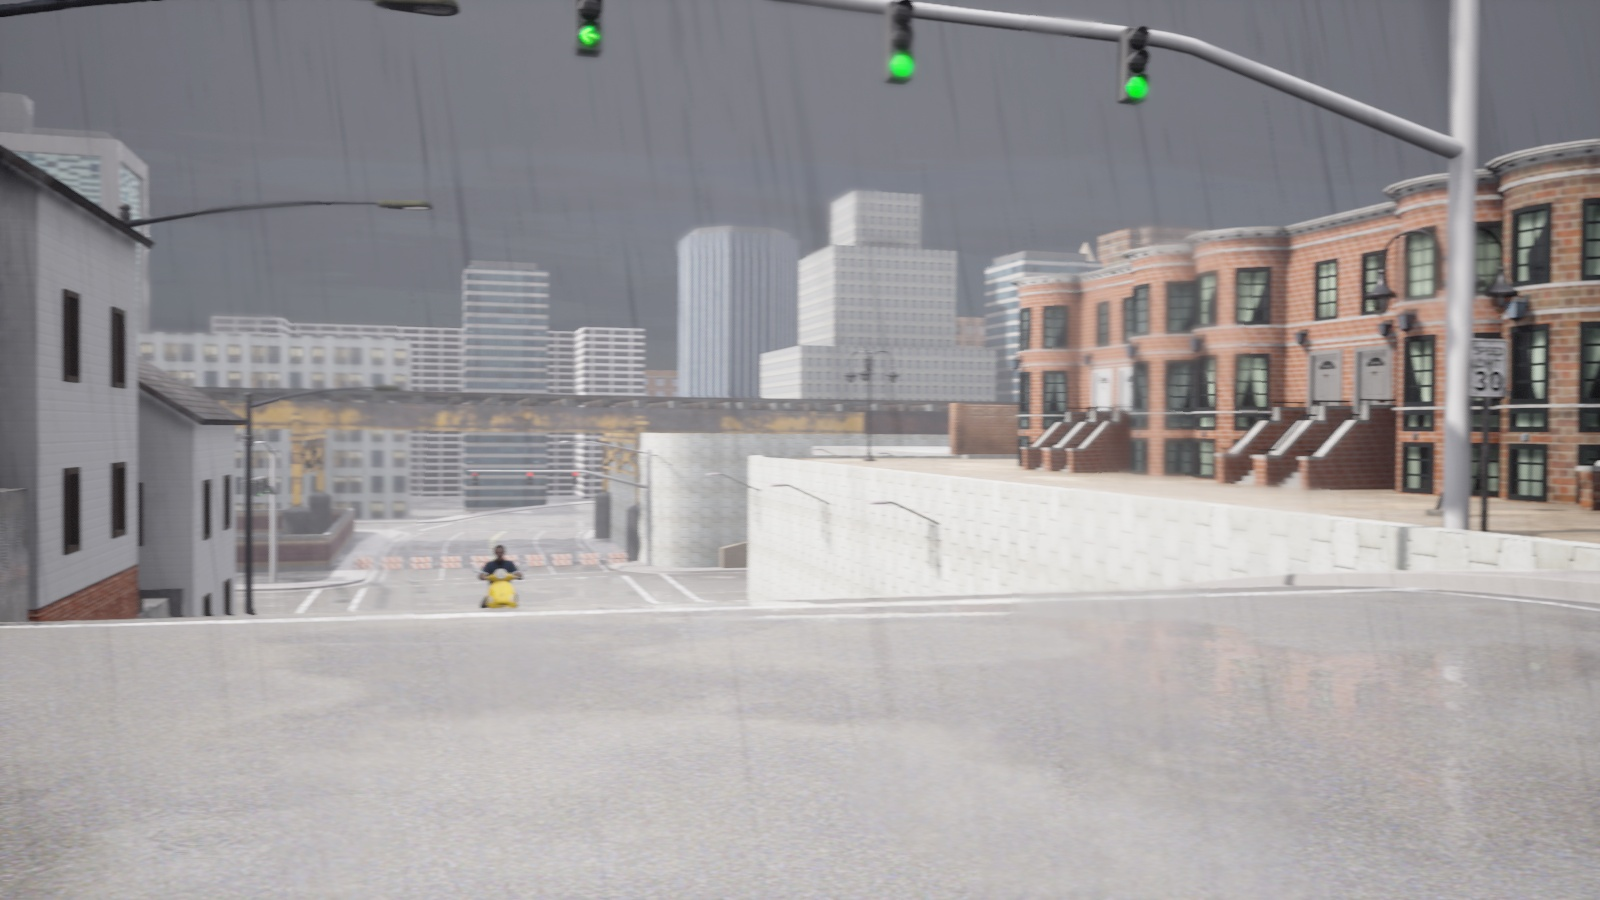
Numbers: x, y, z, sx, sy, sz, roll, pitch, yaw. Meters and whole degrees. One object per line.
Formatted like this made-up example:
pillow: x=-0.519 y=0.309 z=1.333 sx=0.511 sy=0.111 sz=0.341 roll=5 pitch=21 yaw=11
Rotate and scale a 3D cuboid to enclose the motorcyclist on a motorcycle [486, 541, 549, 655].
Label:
motorcyclist on a motorcycle: x=-4.542 y=2.392 z=20.081 sx=0.866 sy=1.590 sz=1.817 roll=-2 pitch=-12 yaw=-15
